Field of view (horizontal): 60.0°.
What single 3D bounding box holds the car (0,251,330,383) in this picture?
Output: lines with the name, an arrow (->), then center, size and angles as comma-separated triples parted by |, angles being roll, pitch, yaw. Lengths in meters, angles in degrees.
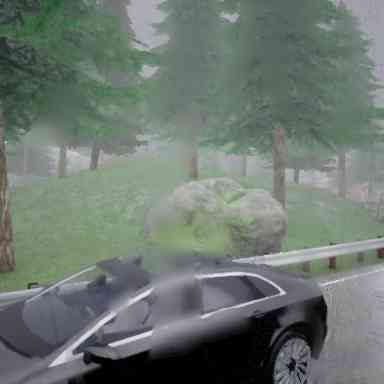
car -> -0.567, 1.491, 3.574 | 4.902, 1.511, 2.128 | 0, 0, -34
